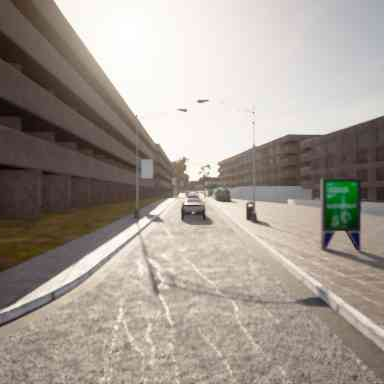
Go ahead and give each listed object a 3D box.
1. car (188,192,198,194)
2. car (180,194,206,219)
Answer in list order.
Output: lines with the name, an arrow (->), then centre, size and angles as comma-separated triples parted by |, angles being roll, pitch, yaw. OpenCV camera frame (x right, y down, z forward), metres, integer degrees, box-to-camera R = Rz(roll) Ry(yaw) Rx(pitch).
car -> 0.111, 0.780, 44.944 | 1.812, 1.442, 4.674 | 0, 1, 0
car -> 0.106, 1.205, 26.069 | 2.128, 1.511, 4.902 | 0, 1, 0
